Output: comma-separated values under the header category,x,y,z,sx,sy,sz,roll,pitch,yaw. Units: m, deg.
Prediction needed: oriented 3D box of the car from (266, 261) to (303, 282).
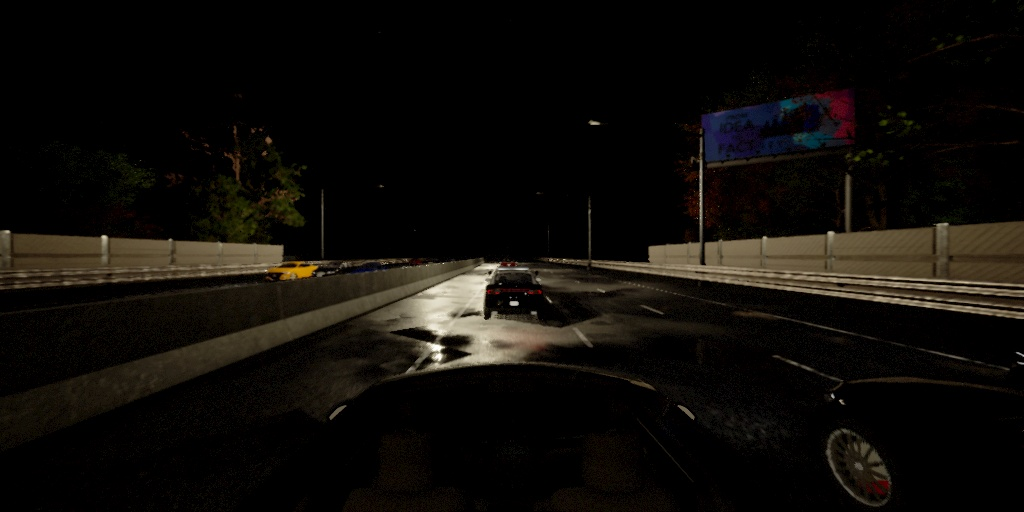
category,x,y,z,sx,sy,sz,roll,pitch,yaw
car,-17.839,1.222,29.325,1.882,1.535,5.008,0,0,-1

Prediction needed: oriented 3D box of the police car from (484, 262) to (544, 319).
category,x,y,z,sx,sy,sz,roll,pitch,yaw
police car,0.048,1.174,13.014,1.930,1.638,5.238,0,0,0

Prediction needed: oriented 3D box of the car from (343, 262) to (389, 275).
category,x,y,z,sx,sy,sz,roll,pitch,yaw
car,-10.811,1.270,27.547,1.812,1.442,4.674,0,0,-1

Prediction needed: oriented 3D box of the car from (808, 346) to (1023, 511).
category,x,y,z,sx,sy,sz,roll,pitch,yaw
car,3.594,1.275,1.268,1.812,1.442,4.674,0,0,0

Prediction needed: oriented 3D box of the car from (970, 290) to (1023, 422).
category,x,y,z,sx,sy,sz,roll,pitch,yaw
car,7.092,1.226,2.309,1.882,1.535,5.008,0,0,0

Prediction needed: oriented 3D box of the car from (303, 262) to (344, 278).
category,x,y,z,sx,sy,sz,roll,pitch,yaw
car,-14.336,1.235,29.170,2.128,1.511,4.902,0,0,-1

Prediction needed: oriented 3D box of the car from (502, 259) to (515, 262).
category,x,y,z,sx,sy,sz,roll,pitch,yaw
car,-0.412,1.081,42.829,2.097,1.767,4.553,0,0,-1
